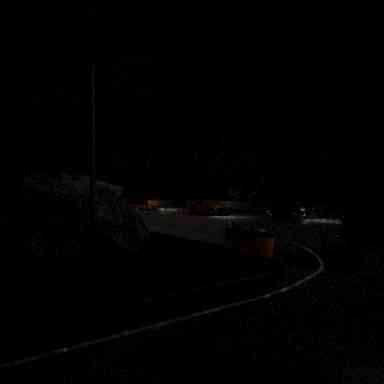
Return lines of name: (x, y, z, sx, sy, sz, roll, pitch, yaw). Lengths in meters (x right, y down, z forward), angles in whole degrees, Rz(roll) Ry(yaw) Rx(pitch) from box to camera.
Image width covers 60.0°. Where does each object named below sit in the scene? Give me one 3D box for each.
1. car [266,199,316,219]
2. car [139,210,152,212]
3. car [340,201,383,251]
car: (9.213, 1.521, 31.083, 2.097, 1.767, 4.553, 0, 0, -36)
car: (-5.834, 1.532, 33.915, 2.097, 1.767, 4.553, 0, 0, -36)
car: (8.226, 1.403, 12.637, 2.150, 2.045, 5.566, 1, 0, -18)
